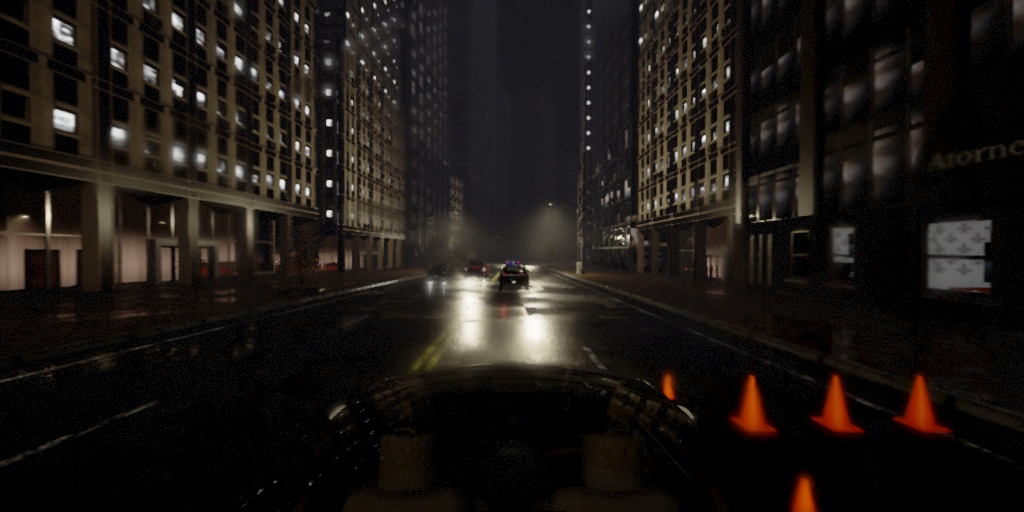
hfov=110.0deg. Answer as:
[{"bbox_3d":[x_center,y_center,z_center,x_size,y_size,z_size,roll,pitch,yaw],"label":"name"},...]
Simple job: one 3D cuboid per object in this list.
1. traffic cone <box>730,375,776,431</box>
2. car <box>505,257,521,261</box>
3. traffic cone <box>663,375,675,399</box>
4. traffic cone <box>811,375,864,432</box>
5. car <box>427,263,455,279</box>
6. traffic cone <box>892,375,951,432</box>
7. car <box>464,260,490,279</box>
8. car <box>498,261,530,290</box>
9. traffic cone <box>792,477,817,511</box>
[{"bbox_3d":[2.866,1.720,4.278,0.340,0.580,0.340,0,0,0],"label":"traffic cone"},{"bbox_3d":[0.176,1.136,53.338,2.150,2.045,5.566,0,-1,0],"label":"car"},{"bbox_3d":[1.866,1.718,4.280,0.340,0.580,0.340,0,0,0],"label":"traffic cone"},{"bbox_3d":[3.866,1.722,4.277,0.340,0.580,0.340,0,0,0],"label":"traffic cone"},{"bbox_3d":[-6.551,1.388,33.726,2.033,1.411,5.357,0,0,0],"label":"car"},{"bbox_3d":[4.866,1.724,4.275,0.340,0.580,0.340,0,0,0],"label":"traffic cone"},{"bbox_3d":[-3.296,1.201,34.302,2.097,1.767,4.553,0,0,0],"label":"car"},{"bbox_3d":[0.129,1.311,23.121,2.128,1.511,4.902,0,0,0],"label":"car"},{"bbox_3d":[1.863,1.711,2.280,0.340,0.580,0.340,0,0,0],"label":"traffic cone"}]
